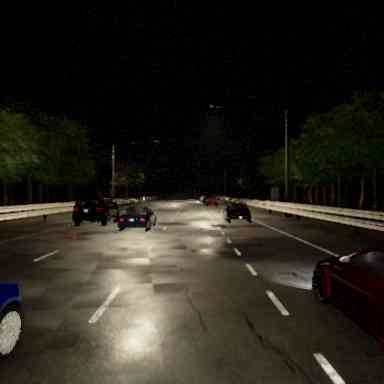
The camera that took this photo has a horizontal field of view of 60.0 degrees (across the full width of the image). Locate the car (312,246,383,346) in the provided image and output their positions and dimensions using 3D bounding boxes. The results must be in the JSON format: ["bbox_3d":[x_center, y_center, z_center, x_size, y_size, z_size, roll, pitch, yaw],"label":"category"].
[{"bbox_3d":[3.597,1.589,5.576,1.994,1.385,4.181,0,0,0],"label":"car"}]

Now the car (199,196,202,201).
[{"bbox_3d":[3.510,1.881,80.688,2.033,1.649,4.856,0,0,0],"label":"car"}]

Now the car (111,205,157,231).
[{"bbox_3d":[-3.396,1.653,21.278,2.033,1.411,5.357,0,0,0],"label":"car"}]

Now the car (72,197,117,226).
[{"bbox_3d":[-6.889,1.345,24.356,2.150,2.045,5.566,0,0,0],"label":"car"}]

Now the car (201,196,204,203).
[{"bbox_3d":[3.508,1.903,69.688,1.837,1.490,4.892,0,0,0],"label":"car"}]

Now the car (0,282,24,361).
[{"bbox_3d":[-3.401,1.491,2.918,1.882,1.535,5.008,0,0,0],"label":"car"}]

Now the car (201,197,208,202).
[{"bbox_3d":[3.511,2.028,91.687,1.812,1.442,4.674,0,0,0],"label":"car"}]

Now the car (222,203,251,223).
[{"bbox_3d":[3.602,1.645,27.073,1.837,1.490,4.892,0,0,0],"label":"car"}]

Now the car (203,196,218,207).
[{"bbox_3d":[3.507,1.817,58.689,1.882,1.535,5.008,0,0,0],"label":"car"}]
